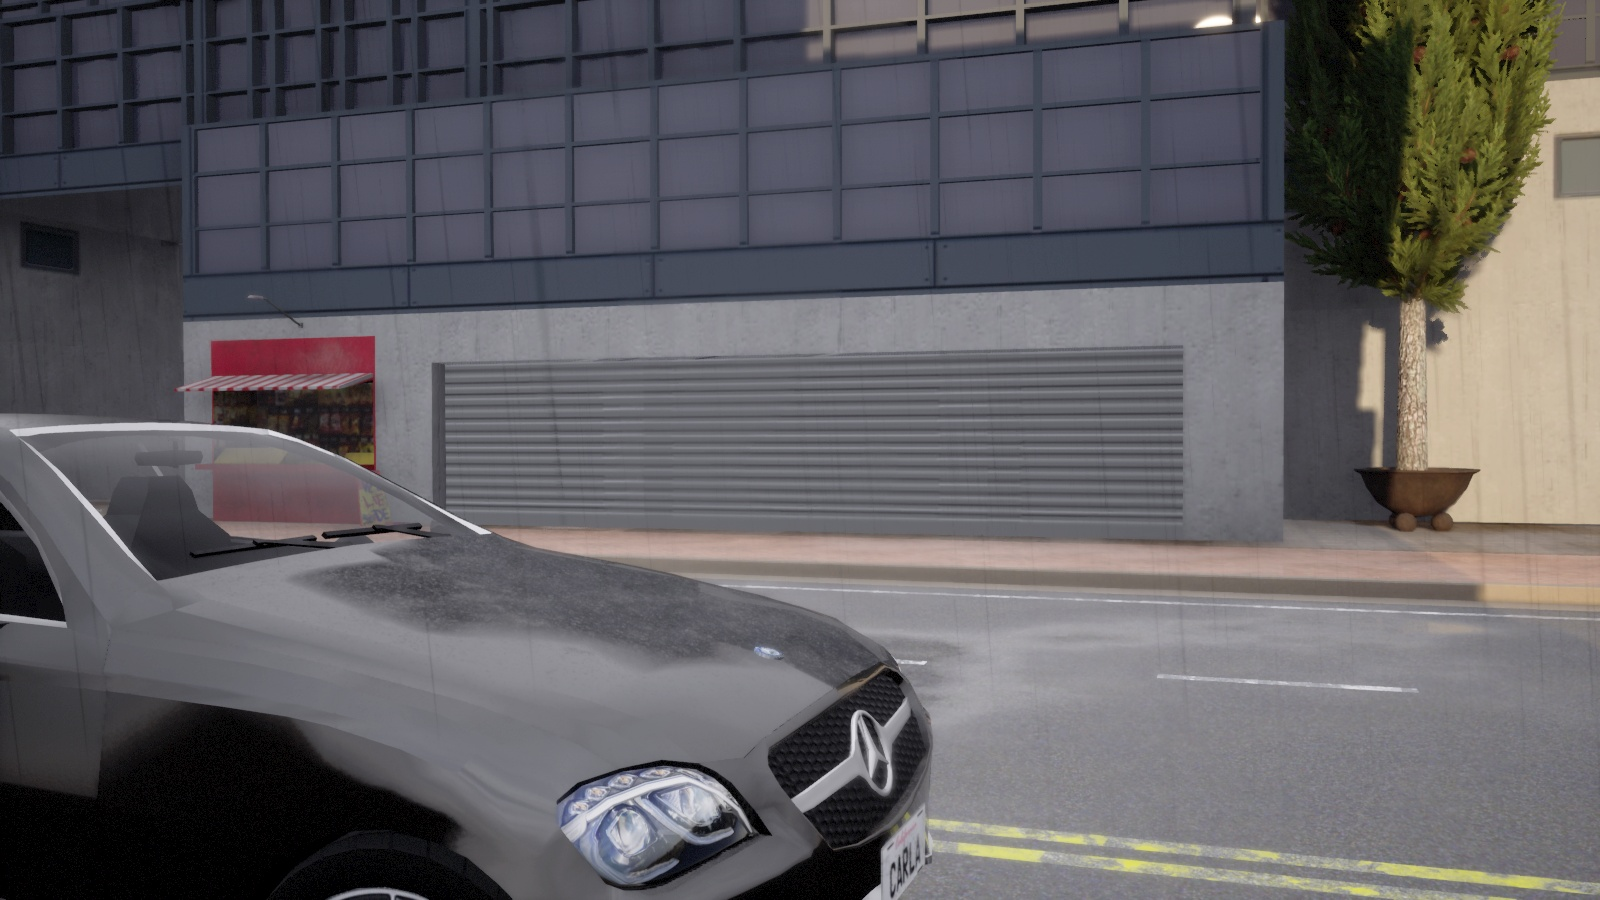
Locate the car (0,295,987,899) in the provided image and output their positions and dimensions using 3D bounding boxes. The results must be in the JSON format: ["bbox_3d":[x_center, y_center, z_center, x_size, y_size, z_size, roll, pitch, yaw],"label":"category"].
[{"bbox_3d":[-2.120,0.535,3.904,5.027,1.651,2.152,1,1,19],"label":"car"}]
